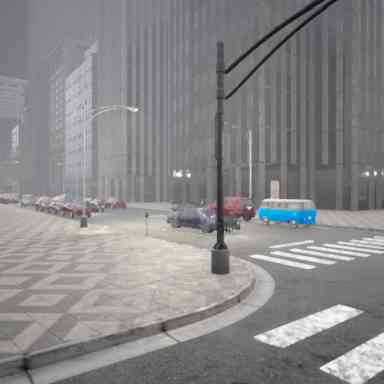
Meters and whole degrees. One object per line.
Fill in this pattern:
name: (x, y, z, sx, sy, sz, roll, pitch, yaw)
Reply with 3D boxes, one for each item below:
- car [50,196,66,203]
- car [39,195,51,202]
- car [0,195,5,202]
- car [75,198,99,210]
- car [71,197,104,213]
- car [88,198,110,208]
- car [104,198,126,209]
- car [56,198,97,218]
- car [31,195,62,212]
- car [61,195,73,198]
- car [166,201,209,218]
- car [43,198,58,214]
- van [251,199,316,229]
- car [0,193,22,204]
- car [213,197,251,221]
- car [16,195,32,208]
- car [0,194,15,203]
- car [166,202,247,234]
car: (-27.257, 1.506, 67.644, 1.752, 1.417, 4.829, 0, 0, -36)
car: (-33.937, 1.477, 76.774, 1.752, 1.417, 4.829, 0, 0, -35)
car: (-43.921, 1.465, 75.964, 1.752, 1.417, 4.829, 0, 0, -35)
car: (-14.365, 1.542, 45.292, 1.812, 1.442, 4.674, 0, 0, -36)
car: (-11.584, 1.585, 36.182, 1.994, 1.385, 4.181, 0, 0, -36)
car: (-13.826, 1.596, 49.305, 1.802, 1.307, 4.206, 0, 0, -36)
car: (-10.492, 1.458, 44.754, 1.967, 1.590, 4.097, 0, 0, -36)
car: (-10.720, 1.569, 30.637, 1.887, 1.381, 4.507, 0, 0, -36)
car: (-17.385, 1.458, 39.736, 1.967, 1.590, 4.097, 0, 0, -36)
car: (-20.381, 1.571, 53.417, 1.994, 1.385, 4.181, 0, 0, -36)
car: (-0.495, 1.593, 31.105, 1.947, 1.339, 4.313, 0, 0, -36)
car: (-14.053, 1.603, 35.187, 1.802, 1.307, 4.206, 0, 0, -36)
van: (6.172, 1.372, 22.004, 1.690, 1.788, 3.998, 0, 0, -36)
car: (-34.046, 1.297, 62.485, 2.192, 1.841, 5.009, 0, 0, -36)
car: (2.838, 1.345, 26.555, 2.192, 1.841, 5.009, 0, 0, -36)
car: (-24.050, 1.560, 48.835, 2.008, 1.369, 4.403, 0, 0, -36)
car: (-37.379, 1.284, 67.035, 2.192, 1.841, 5.009, 0, 0, -36)
car: (0.481, 1.579, 19.690, 2.033, 1.411, 5.357, 0, 0, -36)
